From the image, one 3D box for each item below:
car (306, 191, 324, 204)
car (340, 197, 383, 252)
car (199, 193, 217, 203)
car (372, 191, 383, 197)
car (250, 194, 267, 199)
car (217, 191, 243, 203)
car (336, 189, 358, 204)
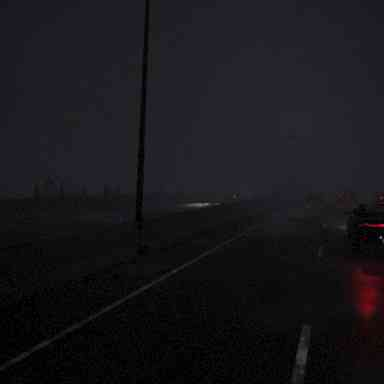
[{"bbox_3d":[15.166,0.623,41.020,1.882,1.535,5.008,-1,-1,23],"label":"car"},{"bbox_3d":[6.621,1.149,11.873,2.128,1.511,4.902,-1,1,23],"label":"car"},{"bbox_3d":[2.530,0.853,47.348,2.128,1.511,4.902,-1,-1,23],"label":"car"},{"bbox_3d":[20.191,0.576,34.940,2.033,1.411,5.357,-1,0,23],"label":"car"},{"bbox_3d":[9.149,0.872,45.009,1.895,1.301,4.718,-1,-1,23],"label":"car"},{"bbox_3d":[5.462,0.650,45.329,2.097,1.767,4.553,-1,-1,23],"label":"car"},{"bbox_3d":[17.618,0.431,37.820,2.097,1.767,4.553,-1,-1,23],"label":"car"}]
